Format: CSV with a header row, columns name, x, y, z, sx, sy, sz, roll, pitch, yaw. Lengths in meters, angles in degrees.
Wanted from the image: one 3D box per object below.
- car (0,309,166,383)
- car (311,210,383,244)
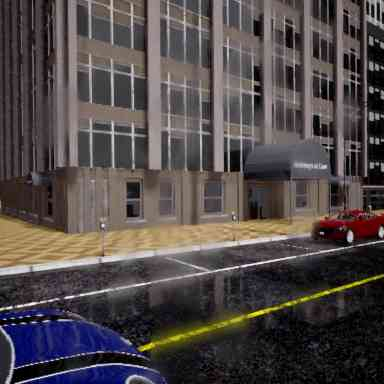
name,x,y,z,sx,sy,sz,roll,pitch,yaw
car,-2.248,1.352,1.721,4.553,1.767,2.097,0,0,-35
car,7.474,1.542,15.764,4.507,1.381,1.887,0,-1,-35
